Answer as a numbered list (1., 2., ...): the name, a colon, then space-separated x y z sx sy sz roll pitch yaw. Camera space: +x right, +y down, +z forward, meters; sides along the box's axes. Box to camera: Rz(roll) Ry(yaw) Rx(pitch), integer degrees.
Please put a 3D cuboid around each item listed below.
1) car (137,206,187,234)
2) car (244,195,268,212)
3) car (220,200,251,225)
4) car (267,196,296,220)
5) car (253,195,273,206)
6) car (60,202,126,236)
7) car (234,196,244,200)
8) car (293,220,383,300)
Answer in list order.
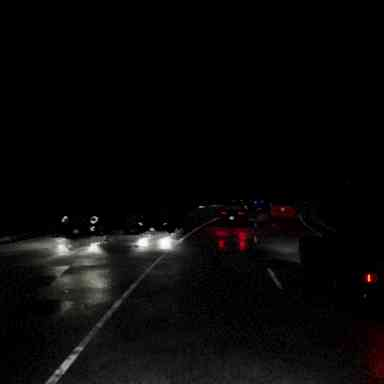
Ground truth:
1. car: -1.616 1.581 20.017 2.033 1.411 5.357 0 0 10
2. car: 8.426 1.338 41.440 2.150 2.045 5.566 0 0 22
3. car: 3.171 1.588 24.641 1.812 1.442 4.674 0 0 12
4. car: 7.832 1.443 28.750 2.097 1.767 4.553 0 0 15
5. car: 12.425 1.513 58.065 2.097 1.767 4.553 0 0 31
6. car: -5.338 1.369 18.519 2.097 1.767 4.553 0 0 10
7. car: 8.857 1.493 58.822 2.097 1.767 4.553 0 0 30
8. car: 4.092 1.632 8.351 1.895 1.301 4.718 0 0 5
